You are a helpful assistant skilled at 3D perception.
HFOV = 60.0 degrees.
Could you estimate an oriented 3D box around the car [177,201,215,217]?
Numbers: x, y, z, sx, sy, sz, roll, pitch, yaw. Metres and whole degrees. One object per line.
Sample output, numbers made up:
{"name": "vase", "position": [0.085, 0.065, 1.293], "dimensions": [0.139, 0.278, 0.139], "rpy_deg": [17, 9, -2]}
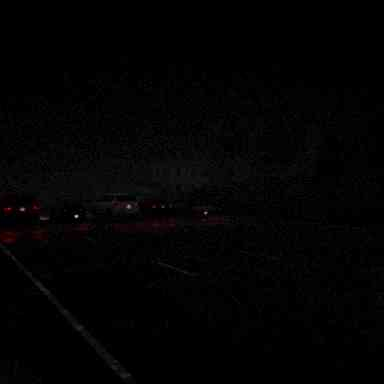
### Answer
{"name": "car", "position": [-0.118, 1.478, 30.133], "dimensions": [1.895, 1.301, 4.718], "rpy_deg": [0, 0, -36]}

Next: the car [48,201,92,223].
{"name": "car", "position": [-9.493, 1.426, 25.178], "dimensions": [1.837, 1.490, 4.892], "rpy_deg": [0, 0, -36]}

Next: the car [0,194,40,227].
{"name": "car", "position": [-11.920, 1.159, 22.557], "dimensions": [2.150, 2.045, 5.566], "rpy_deg": [0, 0, -36]}

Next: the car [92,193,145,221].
{"name": "car", "position": [-6.234, 1.128, 26.639], "dimensions": [2.150, 2.045, 5.566], "rpy_deg": [0, 0, -36]}

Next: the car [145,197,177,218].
{"name": "car", "position": [-3.628, 1.242, 29.011], "dimensions": [2.097, 1.767, 4.553], "rpy_deg": [0, 0, -36]}
